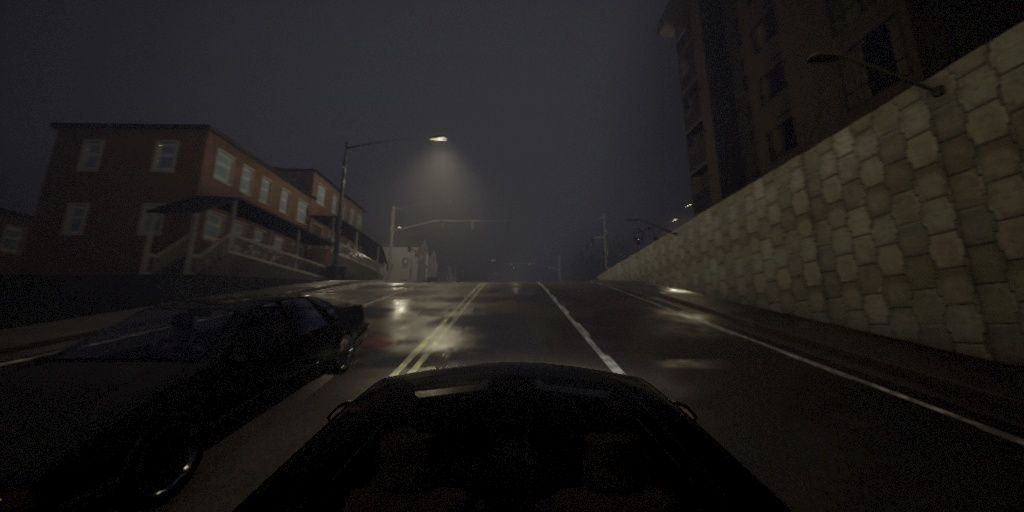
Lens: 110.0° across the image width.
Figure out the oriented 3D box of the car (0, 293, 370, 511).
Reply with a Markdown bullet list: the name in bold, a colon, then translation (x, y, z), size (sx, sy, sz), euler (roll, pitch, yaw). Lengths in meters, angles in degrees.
- **car**: translation (-3.598, 1.225, 4.496), size (2.033, 1.411, 5.357), euler (0, 1, 0)
